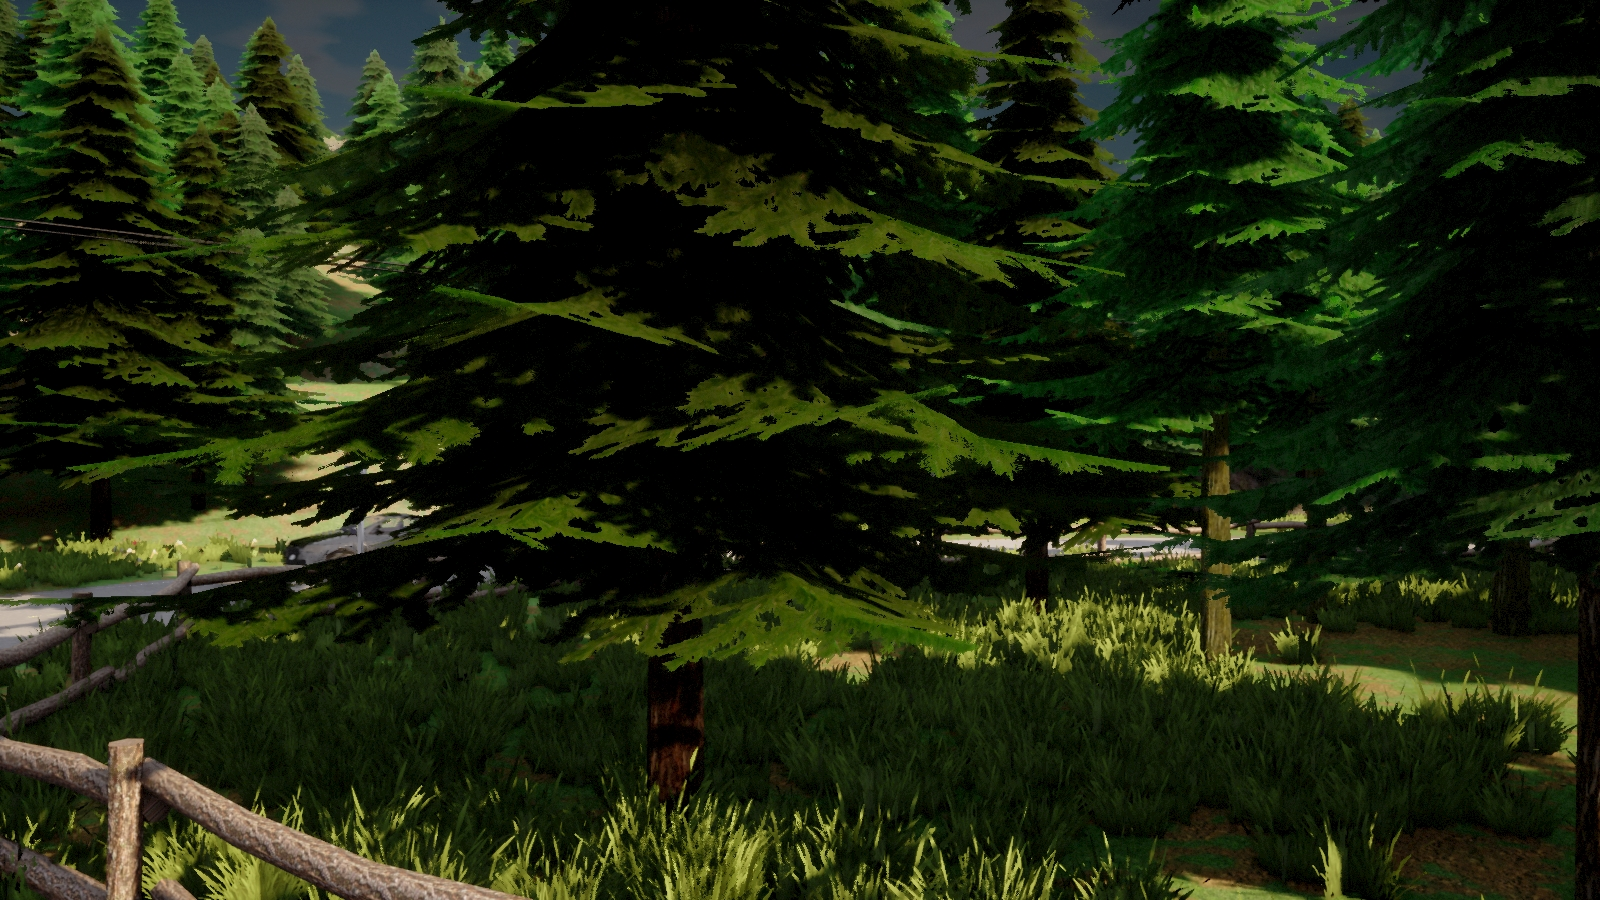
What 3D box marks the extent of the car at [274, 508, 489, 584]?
[{"bbox_3d":[-9.497,2.119,26.074,4.181,1.385,1.994,0,0,-41],"label":"car"}]
